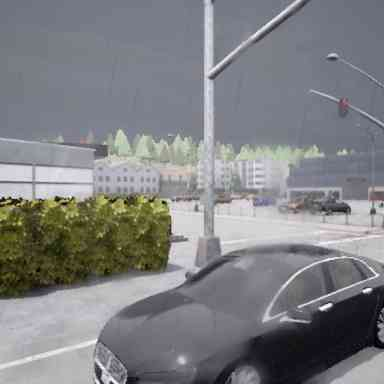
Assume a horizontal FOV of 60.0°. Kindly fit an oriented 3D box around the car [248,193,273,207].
[{"bbox_3d":[10.255,1.303,47.011,3.633,1.501,1.845,0,0,-35],"label":"car"}]

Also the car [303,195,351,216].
[{"bbox_3d":[12.614,1.327,30.368,4.514,1.523,2.007,0,0,-35],"label":"car"}]

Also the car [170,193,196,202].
[{"bbox_3d":[-2.013,1.081,65.827,4.605,1.855,1.932,0,0,-35],"label":"car"}]

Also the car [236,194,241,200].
[{"bbox_3d":[10.075,1.208,78.304,3.806,1.475,1.970,0,0,-35],"label":"car"}]

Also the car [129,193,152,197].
[{"bbox_3d":[-8.935,1.348,60.929,3.806,1.475,1.970,0,0,-35],"label":"car"}]

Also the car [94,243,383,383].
[{"bbox_3d":[1.126,1.574,4.679,4.892,1.490,1.837,-1,0,-36],"label":"car"}]

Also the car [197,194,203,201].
[{"bbox_3d":[2.200,1.277,77.257,4.514,1.523,2.007,0,0,-35],"label":"car"}]

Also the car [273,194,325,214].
[{"bbox_3d":[10.770,1.318,32.906,5.027,1.636,2.152,0,0,-35],"label":"car"}]

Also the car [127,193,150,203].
[{"bbox_3d":[-10.343,1.064,64.002,3.866,1.878,1.905,0,0,-35],"label":"car"}]

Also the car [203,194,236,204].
[{"bbox_3d":[4.554,1.282,55.218,4.514,1.523,2.007,0,0,-35],"label":"car"}]

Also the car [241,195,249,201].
[{"bbox_3d":[14.023,1.129,73.235,5.027,1.636,2.152,0,0,-35],"label":"car"}]

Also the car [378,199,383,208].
[{"bbox_3d":[26.140,1.363,43.500,3.806,1.475,1.970,0,0,-35],"label":"car"}]
